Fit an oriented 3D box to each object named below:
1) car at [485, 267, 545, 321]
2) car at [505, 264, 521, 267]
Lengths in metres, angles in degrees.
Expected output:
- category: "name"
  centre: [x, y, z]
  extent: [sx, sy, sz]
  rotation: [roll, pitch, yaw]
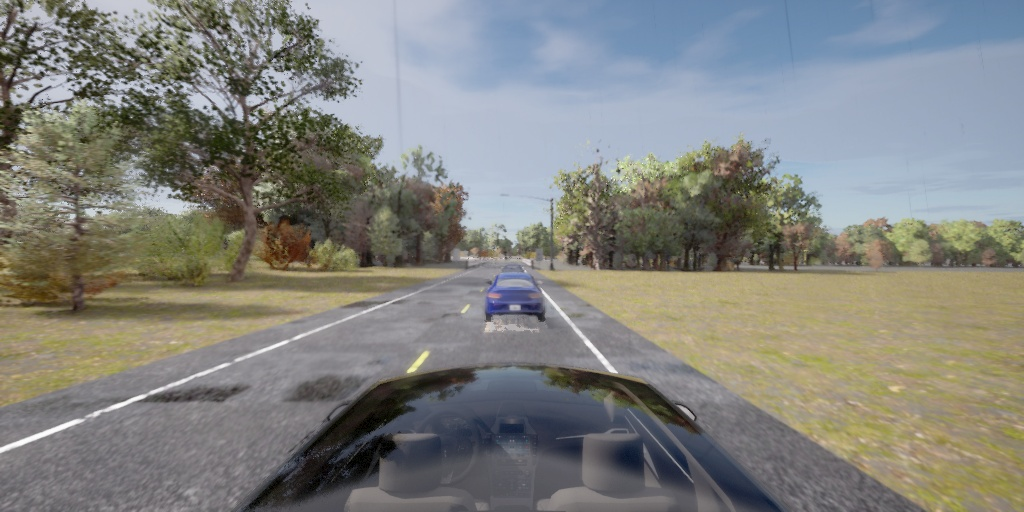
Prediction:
- category: "car"
  centre: [0.090, 1.275, 12.268]
  extent: [1.812, 1.442, 4.674]
  rotation: [0, 0, 0]
- category: "car"
  centre: [0.092, 1.317, 28.790]
  extent: [1.994, 1.385, 4.181]
  rotation: [0, 0, 0]
